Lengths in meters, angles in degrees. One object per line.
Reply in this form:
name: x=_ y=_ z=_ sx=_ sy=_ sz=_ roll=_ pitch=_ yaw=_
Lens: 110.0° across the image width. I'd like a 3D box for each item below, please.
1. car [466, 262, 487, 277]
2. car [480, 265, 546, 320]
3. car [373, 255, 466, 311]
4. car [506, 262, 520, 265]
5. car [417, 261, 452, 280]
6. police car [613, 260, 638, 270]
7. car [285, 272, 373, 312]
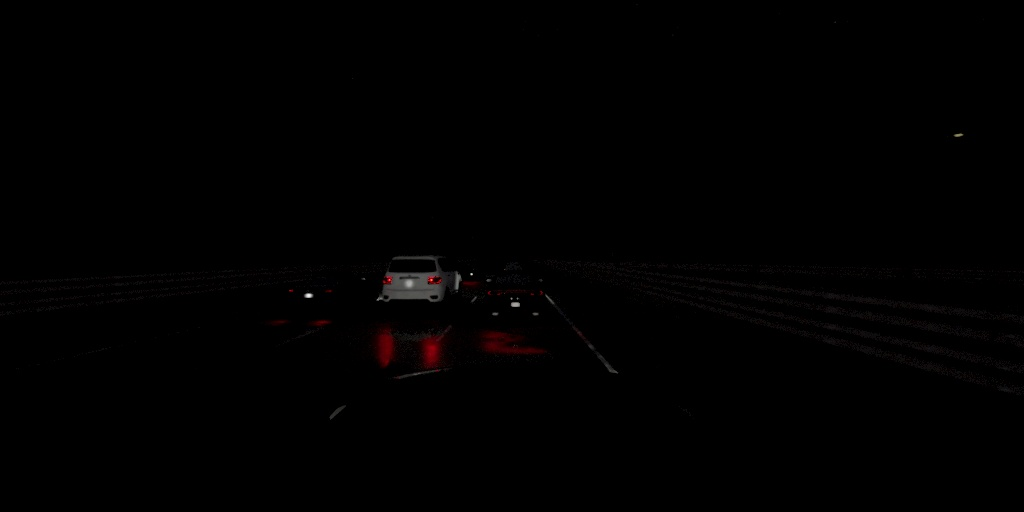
car: x=-3.406 y=1.286 z=32.695 sx=1.837 sy=1.490 sz=4.892 roll=0 pitch=0 yaw=0
car: x=0.099 y=1.232 z=12.679 sx=1.882 sy=1.535 sz=5.008 roll=0 pitch=0 yaw=0
car: x=-3.413 y=0.977 z=14.519 sx=2.150 sy=2.045 sz=5.566 roll=0 pitch=0 yaw=0
car: x=0.095 y=1.309 z=33.589 sx=1.812 sy=1.442 sz=4.674 roll=0 pitch=0 yaw=0
car: x=-6.906 y=1.272 z=32.459 sx=2.128 sy=1.511 sz=4.902 roll=0 pitch=0 yaw=0
police car: x=18.664 y=1.481 z=59.531 sx=2.038 sy=1.542 sz=4.974 roll=0 pitch=0 yaw=-18
car: x=-6.901 y=1.320 z=14.178 sx=1.994 sy=1.385 sz=4.181 roll=0 pitch=0 yaw=0
